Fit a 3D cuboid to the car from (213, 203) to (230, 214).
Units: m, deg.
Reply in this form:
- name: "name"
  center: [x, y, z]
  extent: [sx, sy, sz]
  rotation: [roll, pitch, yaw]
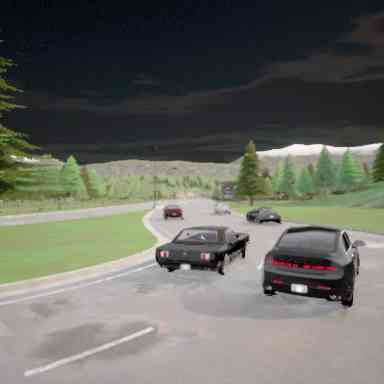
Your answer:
- name: "car"
  center: [4.087, 2.254, 45.649]
  extent: [1.812, 1.442, 4.674]
  rotation: [-1, -1, -4]

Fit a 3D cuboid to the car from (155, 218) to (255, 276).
- name: "car"
  center: [0.617, 1.791, 11.189]
  extent: [1.895, 1.301, 4.718]
  rotation: [-1, -1, 21]

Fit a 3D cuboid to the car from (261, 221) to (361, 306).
- name: "car"
  center: [3.181, 1.623, 8.514]
  extent: [1.837, 1.490, 4.892]
  rotation: [1, 0, 28]

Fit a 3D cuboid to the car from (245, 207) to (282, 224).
- name: "car"
  center: [6.080, 1.984, 28.689]
  extent: [1.994, 1.385, 4.181]
  rotation: [0, -1, -10]

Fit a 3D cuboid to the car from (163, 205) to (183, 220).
- name: "car"
  center: [-2.091, 2.110, 35.961]
  extent: [1.882, 1.535, 5.008]
  rotation: [-1, -1, -7]
